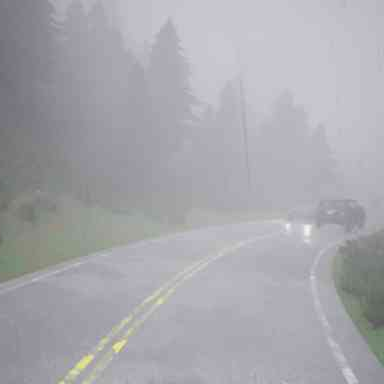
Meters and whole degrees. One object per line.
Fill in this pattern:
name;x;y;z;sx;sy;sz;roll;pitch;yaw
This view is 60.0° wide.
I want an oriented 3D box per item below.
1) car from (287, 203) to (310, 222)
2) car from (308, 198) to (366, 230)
car;9.281;1.630;26.828;1.812;1.442;4.674;4;2;38
car;10.281;1.461;22.857;2.150;2.045;5.566;4;2;39
